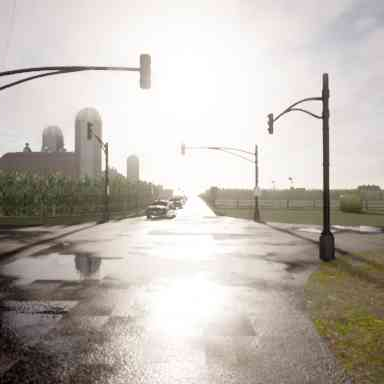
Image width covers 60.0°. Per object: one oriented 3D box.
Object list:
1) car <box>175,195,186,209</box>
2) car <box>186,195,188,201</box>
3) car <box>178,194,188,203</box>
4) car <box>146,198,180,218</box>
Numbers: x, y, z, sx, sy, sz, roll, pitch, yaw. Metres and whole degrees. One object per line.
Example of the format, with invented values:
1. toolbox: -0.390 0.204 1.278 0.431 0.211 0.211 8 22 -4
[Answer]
1. car: -2.243 1.552 46.679 1.837 1.490 4.892 0 0 1
2. car: -2.123 1.593 58.681 1.812 1.442 4.674 0 0 1
3. car: -1.906 1.433 74.833 2.097 1.767 4.553 0 0 0
4. car: -2.741 1.531 30.099 1.837 1.490 4.892 1 0 9
